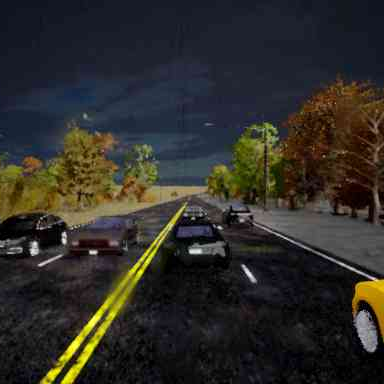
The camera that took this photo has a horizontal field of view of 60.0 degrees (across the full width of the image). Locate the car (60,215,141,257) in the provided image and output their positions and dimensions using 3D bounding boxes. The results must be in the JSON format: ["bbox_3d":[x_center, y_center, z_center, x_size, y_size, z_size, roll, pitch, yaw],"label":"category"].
[{"bbox_3d":[-3.336,1.679,13.878,2.033,1.411,5.357,0,-1,0],"label":"car"}]

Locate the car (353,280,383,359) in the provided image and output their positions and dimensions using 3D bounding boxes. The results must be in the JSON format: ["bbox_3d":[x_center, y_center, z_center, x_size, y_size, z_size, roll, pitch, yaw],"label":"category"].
[{"bbox_3d":[3.346,1.496,3.010,1.882,1.535,5.008,-1,0,0],"label":"car"}]

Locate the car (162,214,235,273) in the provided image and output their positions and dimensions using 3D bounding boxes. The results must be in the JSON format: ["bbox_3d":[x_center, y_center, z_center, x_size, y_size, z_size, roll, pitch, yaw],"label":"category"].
[{"bbox_3d":[0.088,1.639,11.051,1.994,1.385,4.181,-2,-1,0],"label":"car"}]

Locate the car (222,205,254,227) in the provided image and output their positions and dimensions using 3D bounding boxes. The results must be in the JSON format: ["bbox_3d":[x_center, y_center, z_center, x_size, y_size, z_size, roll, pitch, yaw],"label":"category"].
[{"bbox_3d":[3.347,1.717,24.775,2.128,1.511,4.902,-1,0,0],"label":"car"}]

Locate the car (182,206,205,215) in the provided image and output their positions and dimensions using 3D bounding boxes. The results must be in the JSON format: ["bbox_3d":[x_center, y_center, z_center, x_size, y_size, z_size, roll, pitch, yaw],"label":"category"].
[{"bbox_3d":[0.100,1.870,28.669,1.895,1.301,4.718,0,-1,0],"label":"car"}]

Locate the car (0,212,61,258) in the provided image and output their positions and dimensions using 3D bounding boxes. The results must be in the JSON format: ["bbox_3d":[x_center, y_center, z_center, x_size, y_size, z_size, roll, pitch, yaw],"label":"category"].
[{"bbox_3d":[-6.587,1.633,13.467,1.837,1.490,4.892,0,-1,0],"label":"car"}]
